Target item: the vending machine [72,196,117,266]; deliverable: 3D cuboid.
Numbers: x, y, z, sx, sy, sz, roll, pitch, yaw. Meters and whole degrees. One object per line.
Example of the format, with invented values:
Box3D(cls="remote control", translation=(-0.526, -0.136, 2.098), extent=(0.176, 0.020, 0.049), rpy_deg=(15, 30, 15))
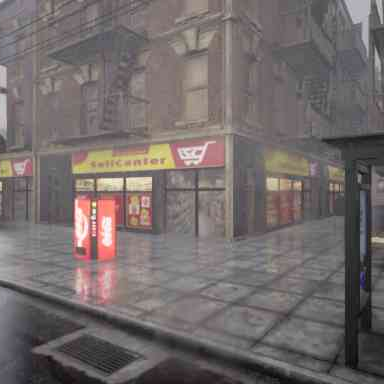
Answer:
Box3D(cls="vending machine", translation=(-3.141, 1.195, 10.808), extent=(0.880, 2.100, 1.100), rpy_deg=(0, 0, 34))
